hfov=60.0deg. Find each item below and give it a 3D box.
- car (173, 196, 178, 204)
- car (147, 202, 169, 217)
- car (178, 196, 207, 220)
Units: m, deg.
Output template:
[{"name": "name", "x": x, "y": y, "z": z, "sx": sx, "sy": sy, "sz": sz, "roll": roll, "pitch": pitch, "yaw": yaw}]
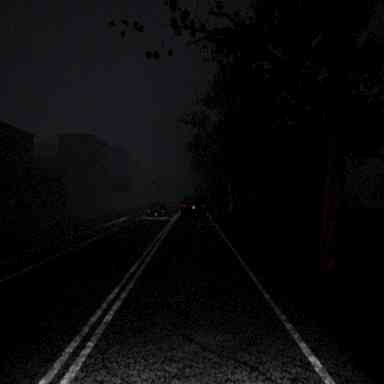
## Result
[{"name": "car", "x": -3.096, "y": 1.676, "z": 73.601, "sx": 2.097, "sy": 1.767, "sz": 4.553, "roll": 0, "pitch": 0, "yaw": 0}, {"name": "car", "x": -3.292, "y": 1.696, "z": 33.164, "sx": 2.033, "sy": 1.411, "sz": 5.357, "roll": 0, "pitch": 0, "yaw": 0}, {"name": "car", "x": 0.146, "y": 1.352, "z": 29.562, "sx": 2.150, "sy": 2.045, "sz": 5.566, "roll": 0, "pitch": 0, "yaw": 0}]
